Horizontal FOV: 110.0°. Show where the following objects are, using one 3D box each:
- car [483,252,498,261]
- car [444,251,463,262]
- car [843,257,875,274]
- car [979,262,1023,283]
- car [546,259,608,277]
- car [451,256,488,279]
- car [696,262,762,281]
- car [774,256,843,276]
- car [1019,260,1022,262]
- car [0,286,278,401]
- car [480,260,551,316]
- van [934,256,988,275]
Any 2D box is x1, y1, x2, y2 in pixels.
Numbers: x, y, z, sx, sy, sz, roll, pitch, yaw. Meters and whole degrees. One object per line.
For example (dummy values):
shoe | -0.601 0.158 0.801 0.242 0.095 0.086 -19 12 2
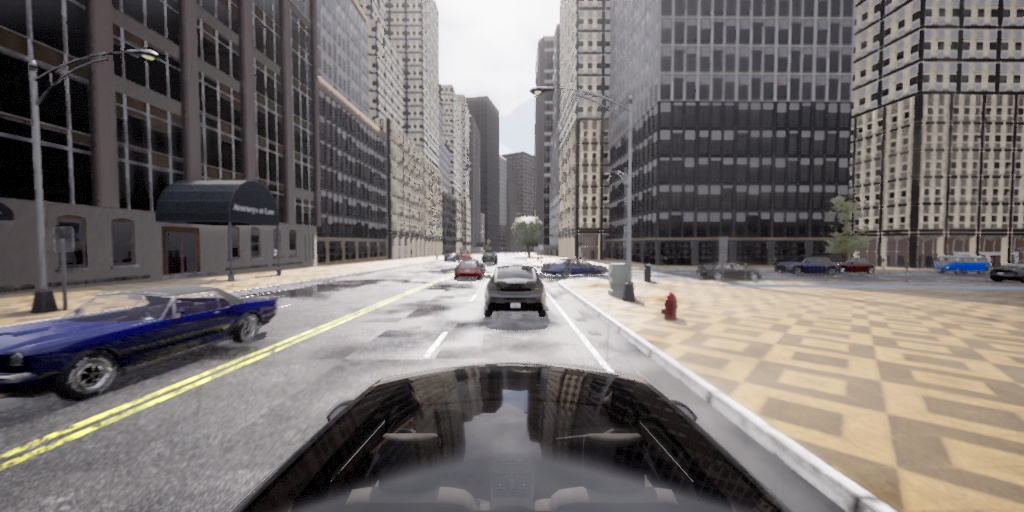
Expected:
car | -3.129 0.213 50.892 2.097 1.767 4.553 0 1 0
car | -9.781 0.225 58.002 2.128 1.511 4.902 0 1 0
car | 32.757 0.887 35.083 4.097 1.591 1.967 0 0 -1
car | 38.490 1.355 26.775 4.313 1.339 1.948 0 0 -1
car | 5.109 0.926 29.054 5.357 1.411 2.033 0 2 -20
car | -3.130 0.939 27.216 1.994 1.385 4.181 0 2 0
car | 15.925 1.128 26.372 4.403 1.370 2.007 0 0 -1
car | 26.442 0.829 32.376 4.553 1.767 2.097 1 2 -1
car | 44.065 1.277 29.471 4.674 1.442 1.812 1 2 0
car | -6.586 1.267 6.402 1.895 1.301 4.718 0 1 0
car | 0.100 1.064 12.314 1.837 1.490 4.892 0 1 0
van | 44.039 0.895 35.220 3.998 1.789 1.690 0 0 -1
